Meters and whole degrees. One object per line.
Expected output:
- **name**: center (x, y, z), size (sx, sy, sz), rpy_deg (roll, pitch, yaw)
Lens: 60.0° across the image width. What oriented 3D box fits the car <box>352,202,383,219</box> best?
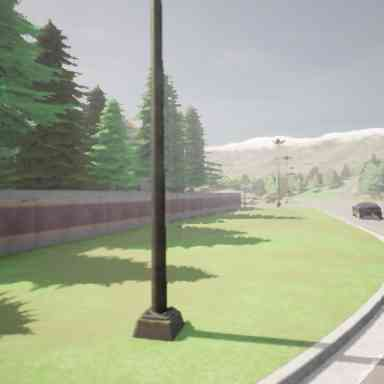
- **car**: center (16.351, 1.686, 31.196), size (1.837, 1.490, 4.892), rpy_deg (-1, -1, 16)
